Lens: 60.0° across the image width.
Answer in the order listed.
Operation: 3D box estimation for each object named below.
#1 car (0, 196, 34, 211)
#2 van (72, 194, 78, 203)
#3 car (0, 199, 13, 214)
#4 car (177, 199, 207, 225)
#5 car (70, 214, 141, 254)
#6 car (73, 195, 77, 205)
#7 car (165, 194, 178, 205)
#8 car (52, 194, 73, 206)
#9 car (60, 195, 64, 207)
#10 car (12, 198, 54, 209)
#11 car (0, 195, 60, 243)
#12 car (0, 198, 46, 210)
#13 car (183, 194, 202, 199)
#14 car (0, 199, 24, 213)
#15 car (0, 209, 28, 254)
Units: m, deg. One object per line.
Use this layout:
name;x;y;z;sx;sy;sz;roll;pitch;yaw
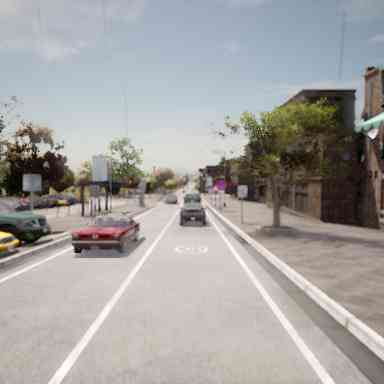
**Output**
car;-22.184;1.416;40.923;4.553;1.767;2.185;0;0;0
van;-22.078;1.338;57.574;4.442;1.987;1.878;0;0;0
car;-22.133;1.536;35.372;5.008;1.535;2.097;0;0;0
car;0.069;1.547;24.731;1.837;1.490;4.892;0;0;0
car;-3.367;1.634;13.791;1.895;1.301;4.718;0;0;0
car;-22.218;1.589;54.800;4.792;1.488;2.163;0;0;0
car;-3.378;1.194;55.653;1.882;1.535;5.008;0;7;0
car;-21.995;1.552;52.023;5.366;1.575;1.946;0;0;0
car;-22.203;1.581;49.248;4.792;1.488;2.163;0;0;0
car;-22.161;1.549;46.473;4.892;1.521;2.231;0;0;0
car;-8.975;1.269;14.071;5.566;2.045;2.435;0;0;0
car;-22.165;1.545;43.698;5.008;1.535;2.097;0;0;0
car;0.055;1.223;41.321;2.150;2.045;5.566;0;0;0
car;-22.143;1.579;38.147;4.674;1.452;2.002;0;0;0
car;-8.810;1.516;11.267;5.366;1.575;1.946;0;0;0
